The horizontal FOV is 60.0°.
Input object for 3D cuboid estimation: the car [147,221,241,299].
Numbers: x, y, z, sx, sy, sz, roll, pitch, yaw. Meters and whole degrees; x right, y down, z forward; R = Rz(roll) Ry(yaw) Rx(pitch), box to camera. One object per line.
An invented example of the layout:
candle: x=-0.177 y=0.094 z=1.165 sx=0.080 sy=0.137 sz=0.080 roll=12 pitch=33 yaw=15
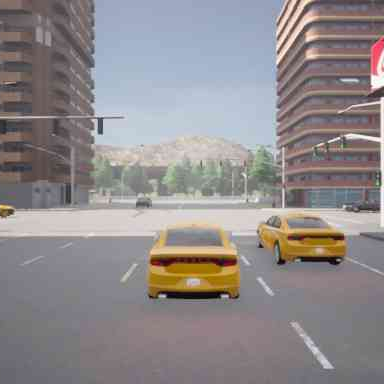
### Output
car: x=0.050 y=1.478 z=8.497 sx=1.882 sy=1.535 sz=5.008 roll=0 pitch=0 yaw=1

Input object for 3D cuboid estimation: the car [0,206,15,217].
car: x=-18.093 y=1.478 z=28.857 sx=5.008 sy=1.535 sz=1.882 roll=0 pitch=0 yaw=-2

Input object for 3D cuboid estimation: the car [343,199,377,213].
car: x=18.972 y=1.491 z=36.154 sx=4.902 sy=1.511 sz=2.128 roll=0 pitch=0 yaw=0

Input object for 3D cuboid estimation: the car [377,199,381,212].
car: x=21.052 y=1.563 z=32.667 sx=4.181 sy=1.385 sz=1.994 roll=0 pitch=0 yaw=0

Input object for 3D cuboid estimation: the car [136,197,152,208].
car: x=-7.081 y=1.478 z=49.355 sx=1.882 sy=1.535 sz=5.008 roll=0 pitch=0 yaw=0

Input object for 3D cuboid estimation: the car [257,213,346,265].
car: x=3.567 y=1.478 z=11.735 sx=1.882 sy=1.535 sz=5.008 roll=0 pitch=0 yaw=0
